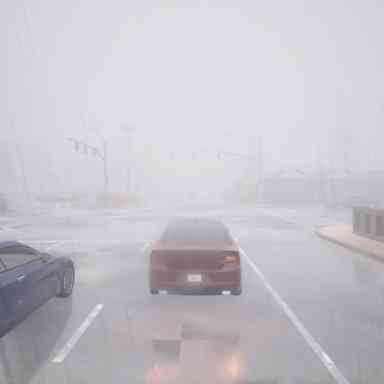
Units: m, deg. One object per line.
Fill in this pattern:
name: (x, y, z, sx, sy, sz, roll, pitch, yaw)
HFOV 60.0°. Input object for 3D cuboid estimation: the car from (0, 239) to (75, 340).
car: (-3.434, 1.458, 5.276, 1.812, 1.442, 4.674, 0, 1, 0)

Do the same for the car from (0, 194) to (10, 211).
car: (-17.594, 0.895, 28.259, 2.097, 1.767, 4.553, 0, 1, 0)

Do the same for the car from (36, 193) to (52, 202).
car: (-21.085, 0.786, 48.946, 1.895, 1.301, 4.718, 0, 1, 0)

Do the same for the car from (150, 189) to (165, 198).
car: (-6.888, 0.478, 63.640, 2.033, 1.411, 5.357, 0, 1, 0)

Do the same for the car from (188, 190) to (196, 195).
car: (0.017, 0.104, 88.062, 1.895, 1.301, 4.718, 0, 1, 0)

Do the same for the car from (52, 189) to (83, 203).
car: (-17.587, 0.691, 47.297, 1.882, 1.535, 5.008, 0, 1, 0)

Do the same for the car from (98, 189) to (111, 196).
car: (-20.984, 0.080, 79.878, 1.812, 1.442, 4.674, 0, 1, 0)

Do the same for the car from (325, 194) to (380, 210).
car: (15.514, 0.979, 32.251, 4.892, 1.490, 1.837, 0, 1, 2)

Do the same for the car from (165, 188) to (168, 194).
car: (-6.983, -0.156, 89.200, 2.097, 1.767, 4.553, 0, 1, 1)

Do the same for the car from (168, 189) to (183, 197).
car: (-3.387, 0.387, 69.885, 1.994, 1.385, 4.181, 0, 1, 0)

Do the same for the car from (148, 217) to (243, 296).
car: (0.114, 1.361, 8.460, 1.882, 1.535, 5.008, 0, 1, 1)

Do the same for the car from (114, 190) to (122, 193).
car: (-17.485, 0.185, 78.238, 1.812, 1.442, 4.674, 0, 1, 0)

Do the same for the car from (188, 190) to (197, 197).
car: (0.113, 0.341, 69.102, 1.837, 1.490, 4.892, 0, 1, 0)

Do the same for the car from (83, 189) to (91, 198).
car: (-20.997, 0.265, 64.724, 2.097, 1.767, 4.553, 0, 1, 0)

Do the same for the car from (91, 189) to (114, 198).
car: (-17.505, 0.400, 64.985, 2.128, 1.511, 4.902, 0, 1, 0)

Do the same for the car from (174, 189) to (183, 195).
car: (-3.483, 0.056, 87.615, 2.033, 1.411, 5.357, 0, 1, 0)
